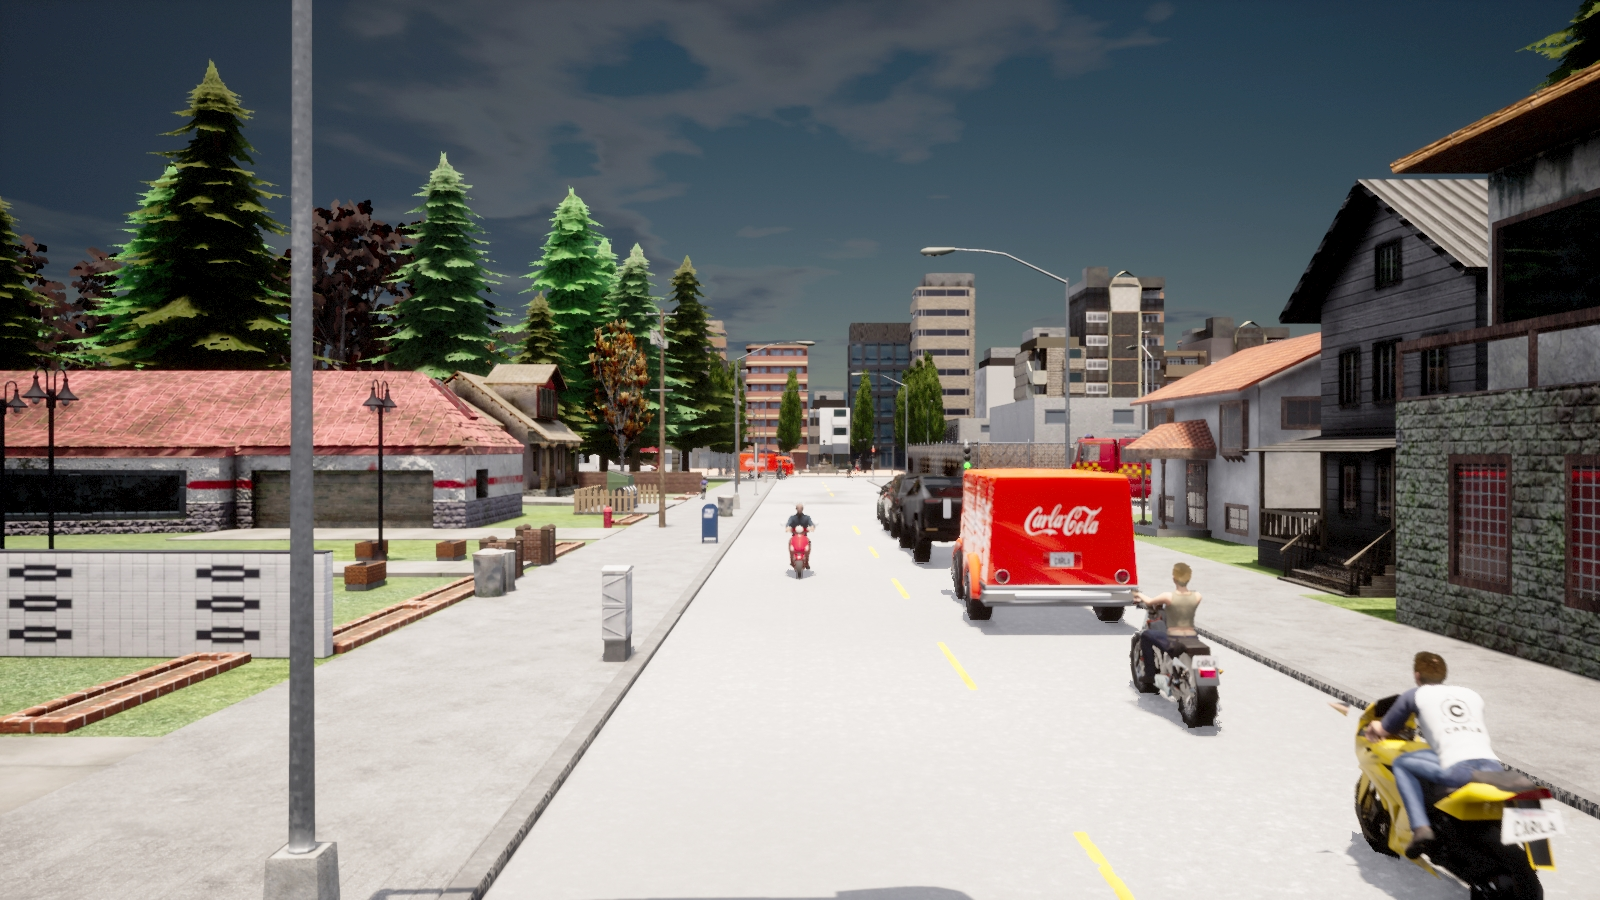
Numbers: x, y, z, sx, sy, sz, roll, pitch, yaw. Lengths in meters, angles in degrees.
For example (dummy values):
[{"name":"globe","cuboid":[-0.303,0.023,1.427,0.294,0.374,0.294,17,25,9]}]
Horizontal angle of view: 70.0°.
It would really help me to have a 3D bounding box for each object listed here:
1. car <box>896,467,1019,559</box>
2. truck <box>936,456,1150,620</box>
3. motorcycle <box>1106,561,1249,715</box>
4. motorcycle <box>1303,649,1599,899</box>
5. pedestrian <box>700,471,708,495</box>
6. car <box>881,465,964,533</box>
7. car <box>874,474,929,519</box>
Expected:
[{"name":"car","cuboid":[3.988,1.534,30.177,2.390,2.098,6.274,0,0,0]},{"name":"truck","cuboid":[3.993,1.347,19.918,2.627,2.467,5.204,0,0,0]},{"name":"motorcycle","cuboid":[4.000,1.950,12.324,0.764,1.277,2.356,0,0,0]},{"name":"motorcycle","cuboid":[3.993,1.993,7.143,0.803,1.145,2.033,0,0,0]},{"name":"pedestrian","cuboid":[-5.249,1.803,62.344,0.375,1.300,0.375,0,0,3]},{"name":"car","cuboid":[3.978,1.558,38.049,2.150,2.045,5.566,0,0,0]},{"name":"car","cuboid":[3.926,1.780,44.657,1.851,1.617,3.988,0,0,1]}]
